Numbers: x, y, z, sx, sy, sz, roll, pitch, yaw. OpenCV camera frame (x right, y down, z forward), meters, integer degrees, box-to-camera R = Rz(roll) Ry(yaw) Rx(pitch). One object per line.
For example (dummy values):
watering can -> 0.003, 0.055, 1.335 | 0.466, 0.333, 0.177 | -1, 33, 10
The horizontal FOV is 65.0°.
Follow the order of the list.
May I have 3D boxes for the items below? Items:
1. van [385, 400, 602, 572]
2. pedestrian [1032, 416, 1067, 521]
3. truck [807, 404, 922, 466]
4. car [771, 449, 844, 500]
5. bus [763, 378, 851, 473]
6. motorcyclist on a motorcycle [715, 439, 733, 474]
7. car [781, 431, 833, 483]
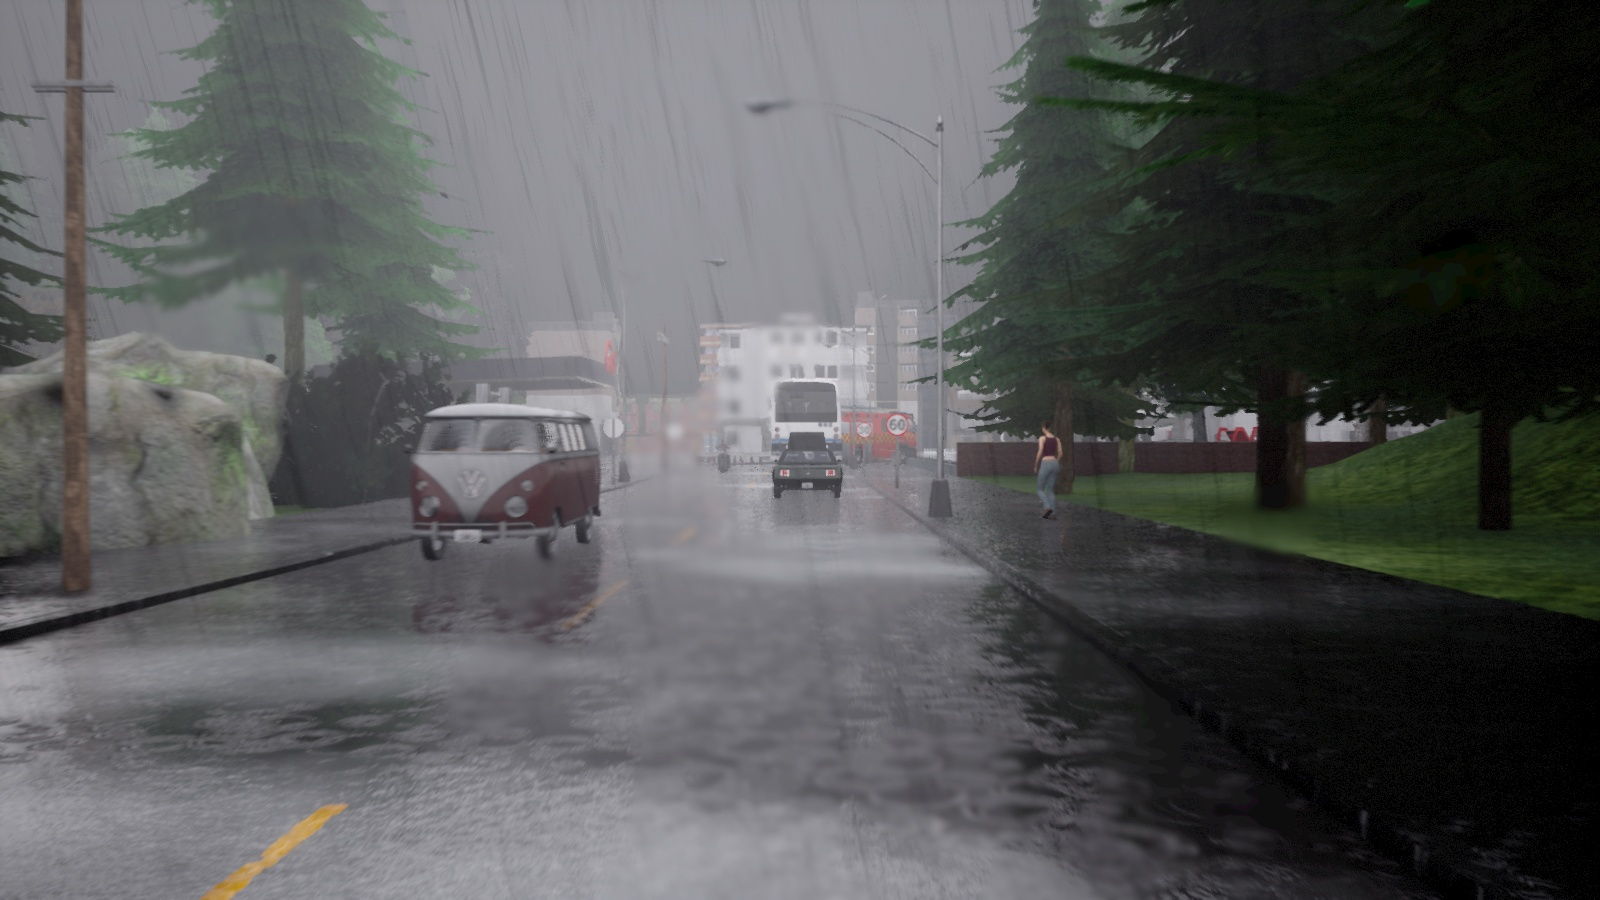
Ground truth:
van -> -3.890, 0.386, 16.715 | 1.775, 1.987, 4.442 | 0, 1, 0
pedestrian -> 4.438, 0.318, 22.351 | 0.345, 1.836, 0.594 | 0, 0, -20
truck -> 4.302, -0.933, 81.967 | 2.891, 3.827, 8.468 | 0, 0, 41
car -> 0.207, 0.626, 34.888 | 1.895, 1.301, 4.718 | 0, 0, 0
bus -> 0.322, -1.021, 61.637 | 3.944, 4.253, 10.273 | 0, -1, 0
motorcyclist on a motorcycle -> -3.682, 0.307, 61.015 | 0.766, 1.649, 2.350 | 0, 1, 0
car -> 0.262, 0.239, 47.669 | 1.905, 1.878, 3.866 | 0, 0, 0
